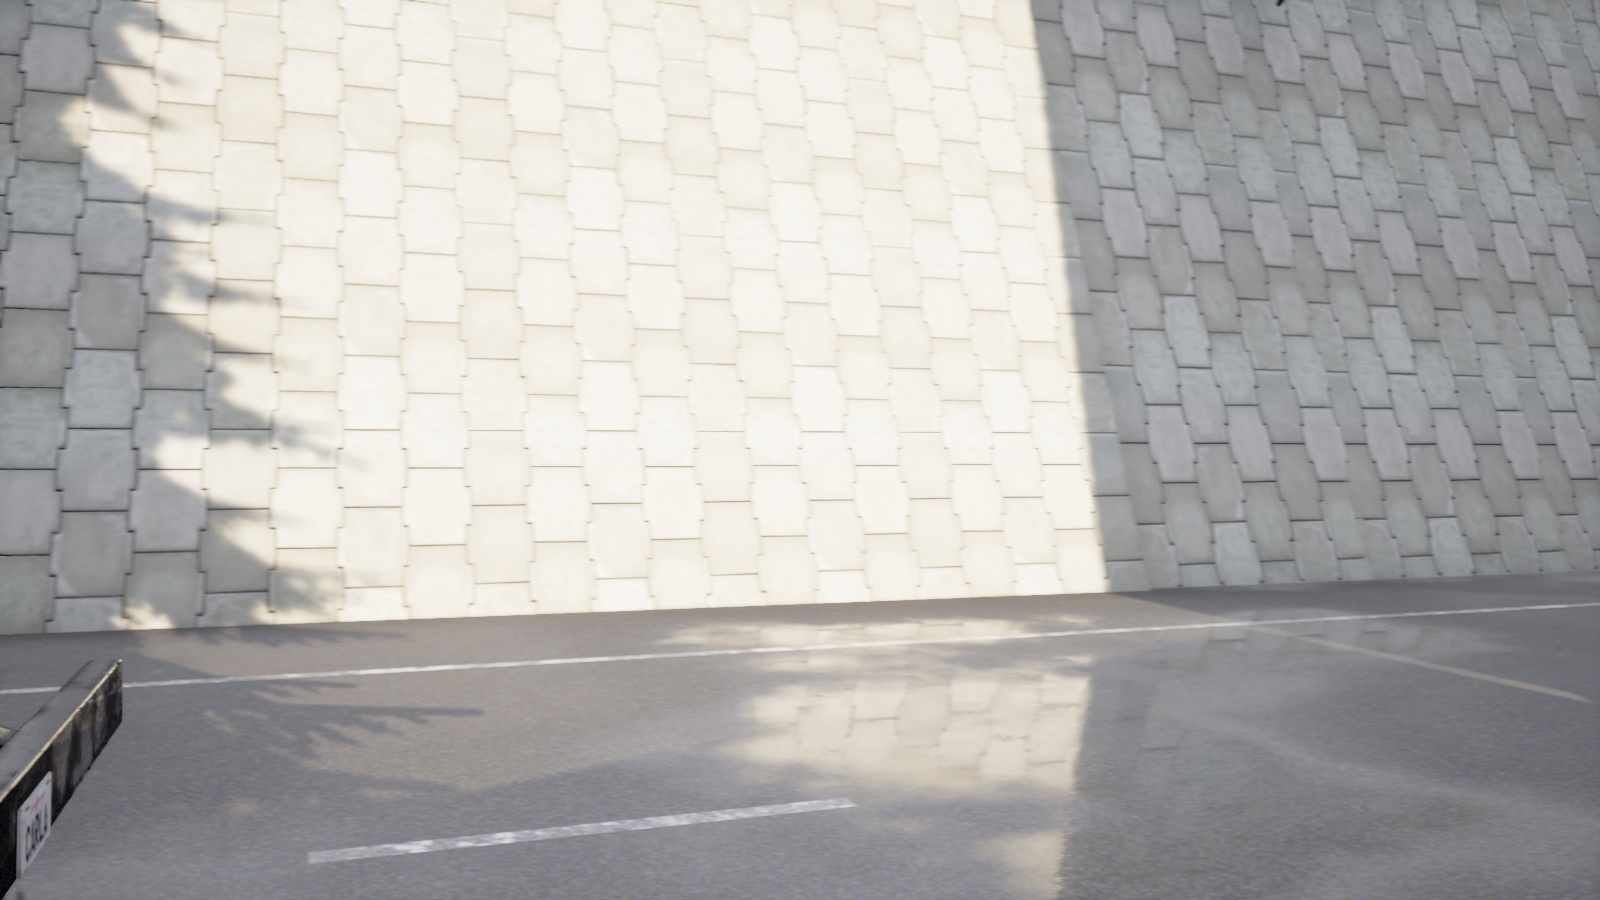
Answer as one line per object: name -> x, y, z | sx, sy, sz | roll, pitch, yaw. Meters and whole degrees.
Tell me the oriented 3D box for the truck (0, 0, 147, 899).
truck -> -5.295, -0.147, 1.217 | 7.936, 3.462, 2.891 | -1, 1, -21
